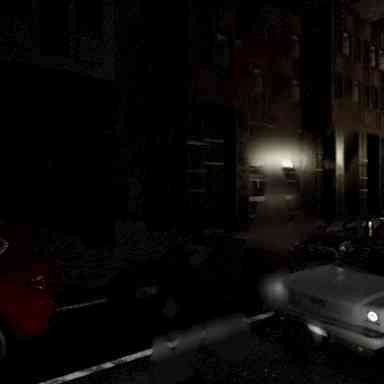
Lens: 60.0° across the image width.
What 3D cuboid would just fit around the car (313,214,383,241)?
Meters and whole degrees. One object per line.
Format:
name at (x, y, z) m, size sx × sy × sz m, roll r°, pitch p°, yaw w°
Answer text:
car at (4.964, 1.436, 10.187) m, size 4.097 × 1.590 × 1.967 m, roll 0°, pitch 0°, yaw -35°

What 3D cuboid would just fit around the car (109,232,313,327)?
car at (0.403, 1.580, 6.936) m, size 4.206 × 1.307 × 1.802 m, roll 0°, pitch 0°, yaw -35°

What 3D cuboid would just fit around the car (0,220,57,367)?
car at (-4.160, 1.316, 3.685) m, size 5.009 × 1.841 × 2.192 m, roll 0°, pitch 0°, yaw -35°

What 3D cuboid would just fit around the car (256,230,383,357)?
car at (3.528, 1.598, 5.891) m, size 4.718 × 1.301 × 1.895 m, roll 0°, pitch 0°, yaw -35°
